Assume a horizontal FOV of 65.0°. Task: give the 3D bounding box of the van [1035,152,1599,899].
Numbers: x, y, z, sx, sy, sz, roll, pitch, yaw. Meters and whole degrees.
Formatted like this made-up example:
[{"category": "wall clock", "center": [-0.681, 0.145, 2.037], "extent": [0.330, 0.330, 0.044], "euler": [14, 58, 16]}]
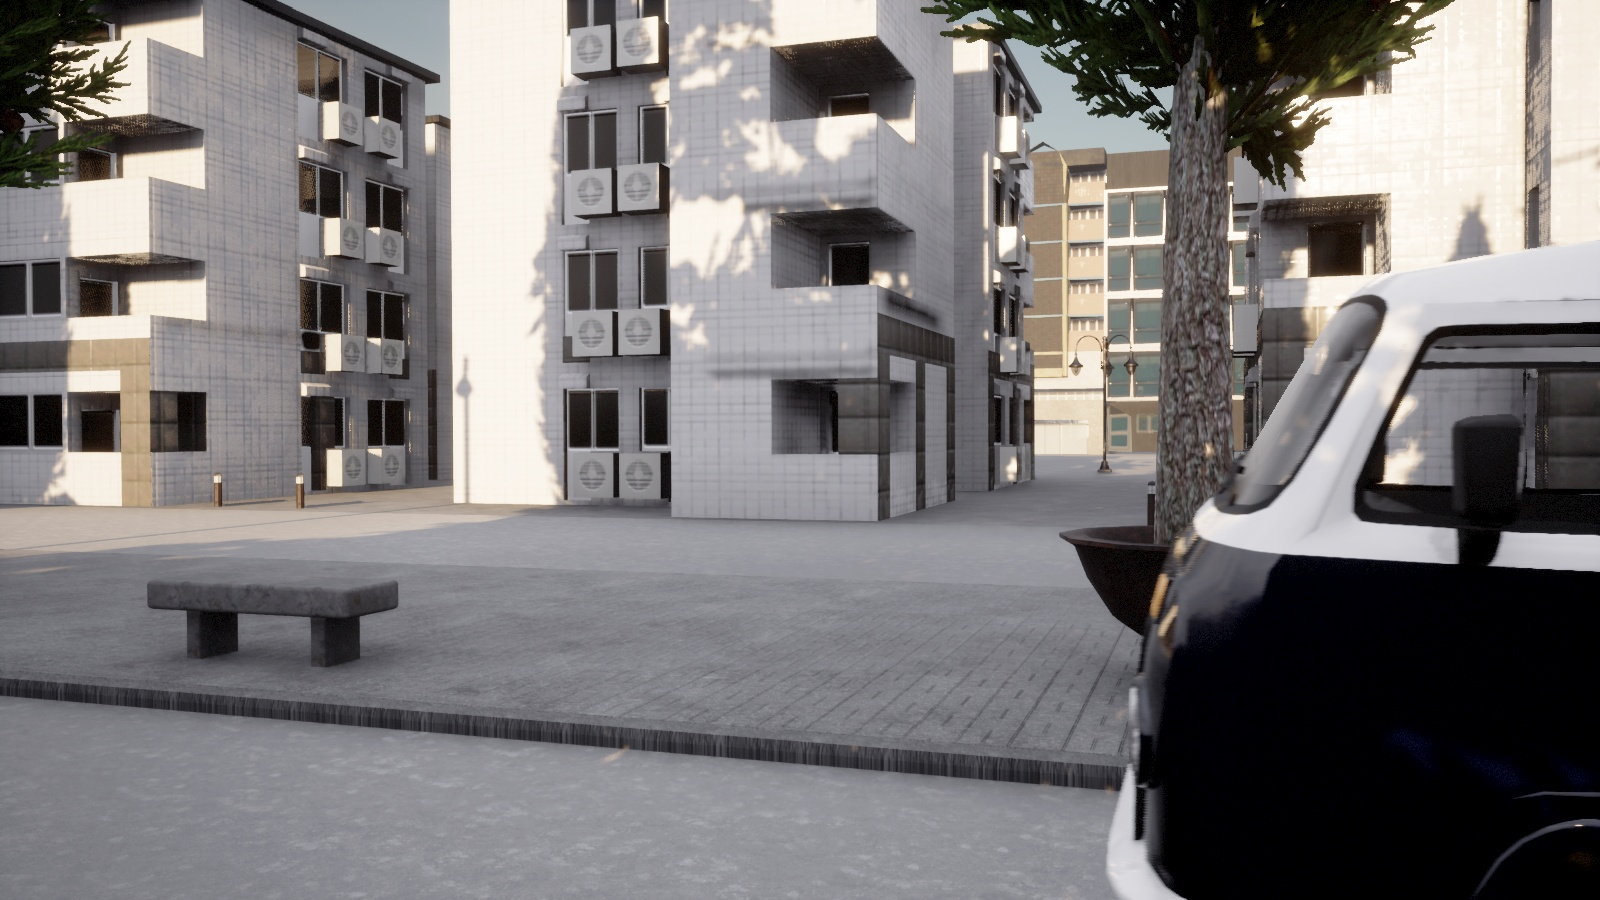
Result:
[{"category": "van", "center": [2.922, 0.523, 2.734], "extent": [4.480, 2.038, 2.069], "euler": [1, 1, 19]}]
